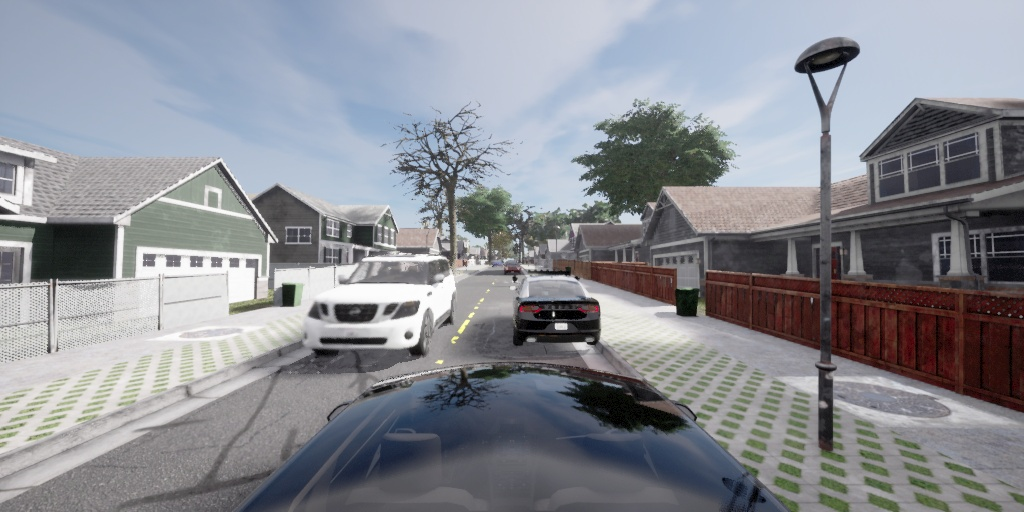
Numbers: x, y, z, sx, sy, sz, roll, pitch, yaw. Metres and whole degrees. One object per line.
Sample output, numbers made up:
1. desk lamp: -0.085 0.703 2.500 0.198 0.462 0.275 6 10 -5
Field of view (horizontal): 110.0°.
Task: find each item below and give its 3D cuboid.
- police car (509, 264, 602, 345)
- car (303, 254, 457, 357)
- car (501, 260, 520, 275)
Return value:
1. police car: 0.964 1.178 9.616 1.930 1.638 5.238 0 0 0
2. car: -2.750 0.975 8.935 2.150 2.045 5.566 0 0 0
3. car: 0.085 1.379 39.512 1.895 1.301 4.718 0 0 0
